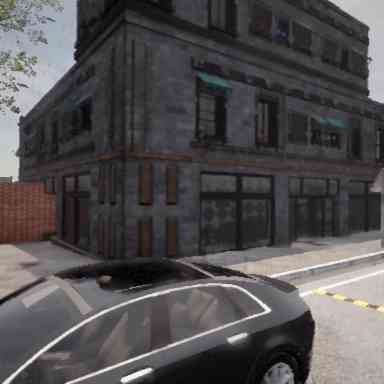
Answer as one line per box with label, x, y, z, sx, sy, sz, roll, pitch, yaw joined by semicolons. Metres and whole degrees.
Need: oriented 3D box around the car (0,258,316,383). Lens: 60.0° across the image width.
car;-0.849;1.506;3.080;4.892;1.490;1.837;0;0;-36
